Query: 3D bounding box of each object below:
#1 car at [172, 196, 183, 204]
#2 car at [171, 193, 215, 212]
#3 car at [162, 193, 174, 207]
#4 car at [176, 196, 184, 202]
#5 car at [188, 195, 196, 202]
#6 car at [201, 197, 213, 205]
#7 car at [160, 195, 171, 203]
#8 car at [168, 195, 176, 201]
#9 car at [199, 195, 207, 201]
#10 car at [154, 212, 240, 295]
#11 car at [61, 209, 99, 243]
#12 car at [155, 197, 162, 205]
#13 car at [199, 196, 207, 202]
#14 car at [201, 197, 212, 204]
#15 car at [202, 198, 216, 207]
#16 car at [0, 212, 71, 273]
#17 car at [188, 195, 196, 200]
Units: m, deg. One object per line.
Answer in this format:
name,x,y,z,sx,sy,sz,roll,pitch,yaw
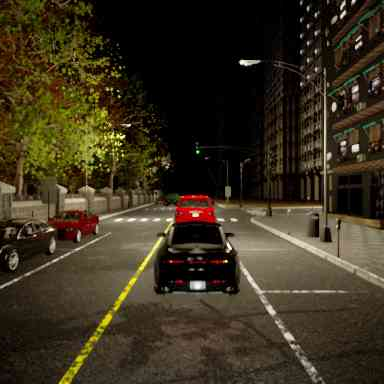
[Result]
car,-2.946,1.633,68.542,1.994,1.385,4.181,0,0,0
car,0.115,1.234,19.196,2.150,2.045,5.566,0,0,-1
car,-3.047,1.262,52.835,2.150,2.045,5.566,0,1,0
car,-2.935,1.664,81.800,1.895,1.301,4.718,0,0,0
car,0.065,1.561,80.888,1.882,1.535,5.008,0,0,0
car,2.740,1.622,59.648,1.947,1.339,4.313,0,0,0
car,-5.631,1.514,70.921,1.967,1.590,4.097,0,0,0
car,-5.612,1.559,93.449,1.967,1.590,4.097,0,0,0
car,2.764,1.547,87.811,1.967,1.590,4.097,0,0,0
car,0.105,1.510,8.733,1.837,1.490,4.892,0,0,0
car,-5.805,1.553,16.104,1.887,1.381,4.507,0,0,0
car,-5.641,1.638,59.655,1.802,1.307,4.206,0,0,0
car,2.759,1.640,82.179,1.887,1.381,4.507,0,0,0
car,2.744,1.631,65.281,1.947,1.339,4.313,0,0,0
car,2.735,1.614,54.016,1.947,1.339,4.313,0,0,0
car,-5.758,1.556,10.564,2.008,1.369,4.403,0,0,0
car,0.074,1.529,91.304,2.033,1.411,5.357,0,0,0
